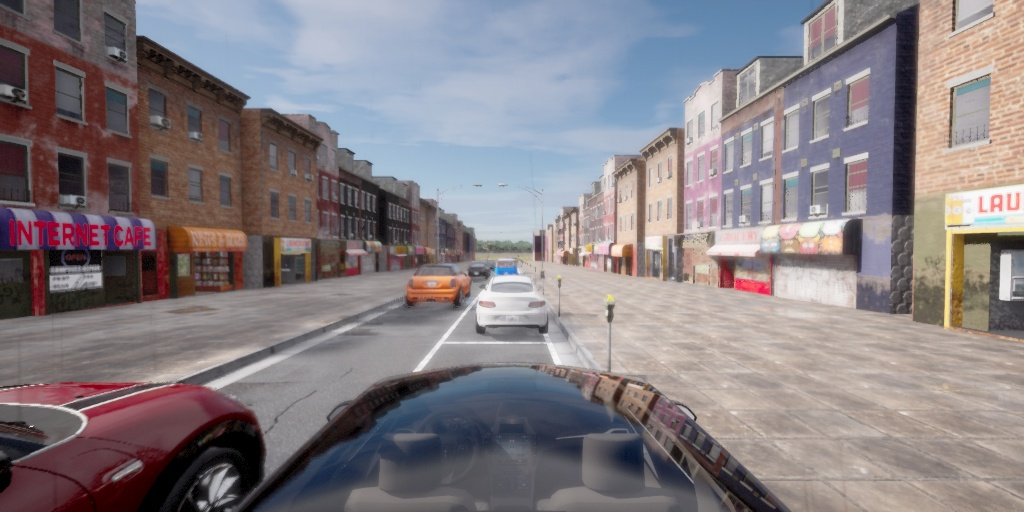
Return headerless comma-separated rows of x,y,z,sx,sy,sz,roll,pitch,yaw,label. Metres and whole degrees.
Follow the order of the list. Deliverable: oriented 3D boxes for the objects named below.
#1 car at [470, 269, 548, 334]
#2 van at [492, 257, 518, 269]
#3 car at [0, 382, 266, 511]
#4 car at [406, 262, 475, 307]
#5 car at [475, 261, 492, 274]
0.003,1.272,10.502,1.812,1.442,4.674,0,0,0,car
-0.383,1.081,27.392,1.690,1.789,3.998,0,0,0,van
-2.931,1.102,0.858,2.097,1.767,4.553,0,0,0,car
-3.019,1.096,15.612,2.097,1.767,4.553,0,0,0,car
-2.927,1.265,31.885,1.812,1.442,4.674,0,0,0,car
